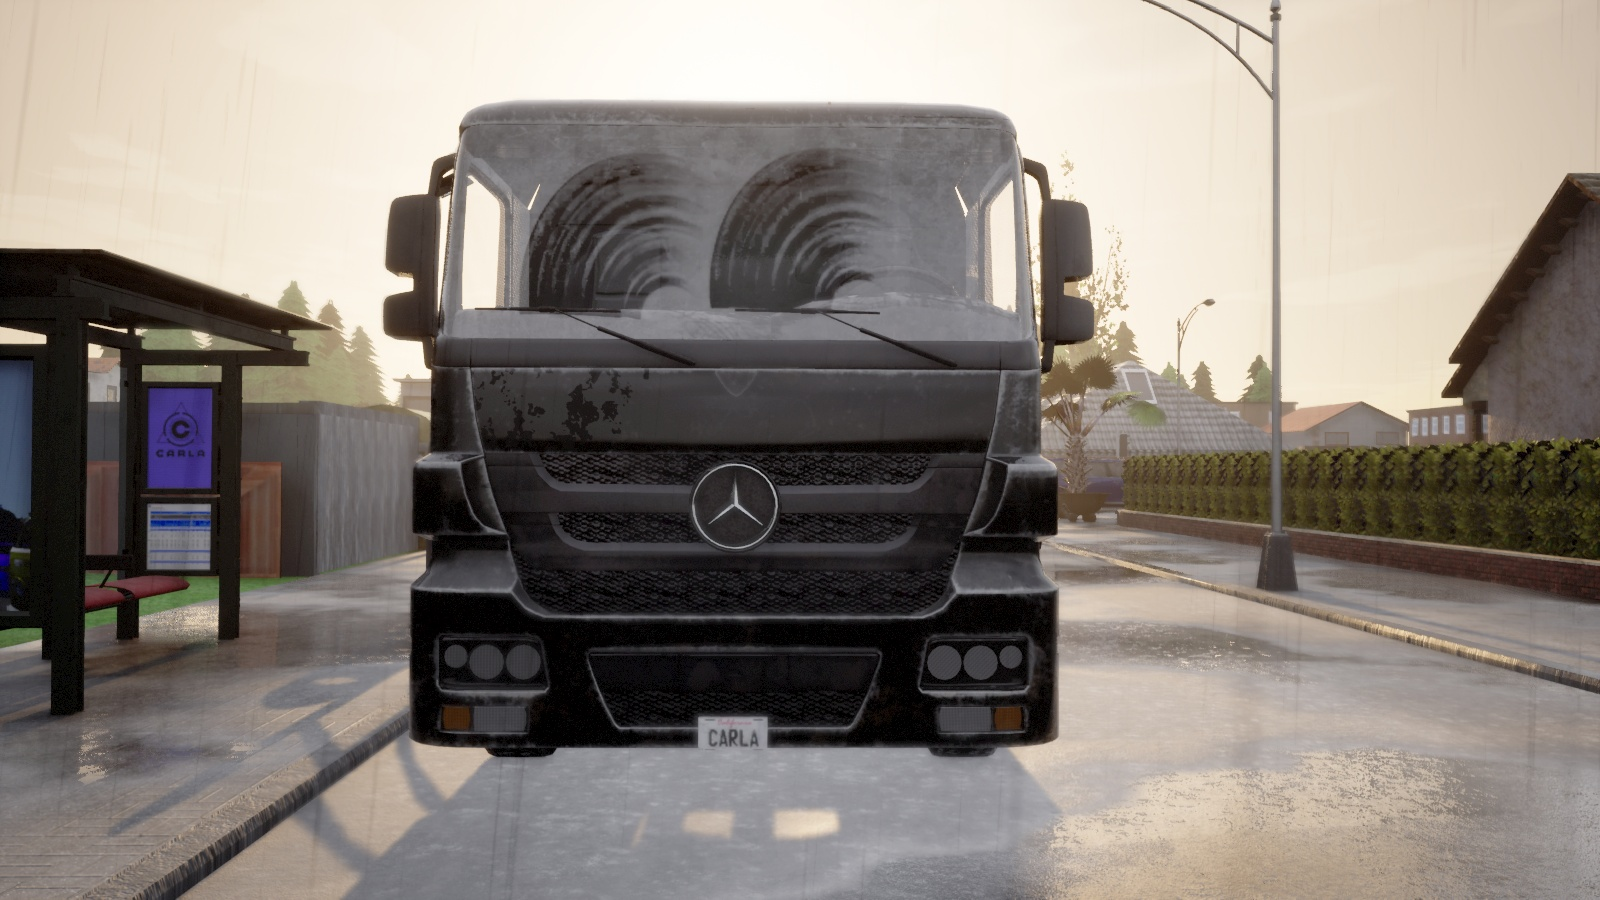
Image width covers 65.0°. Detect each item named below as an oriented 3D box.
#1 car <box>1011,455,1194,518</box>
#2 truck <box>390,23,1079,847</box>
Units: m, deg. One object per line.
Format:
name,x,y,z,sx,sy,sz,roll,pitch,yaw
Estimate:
car,10.081,1.197,42.023,5.566,2.045,2.150,0,-1,-12
truck,-0.345,-0.011,9.266,2.891,3.462,7.936,0,-1,-1
